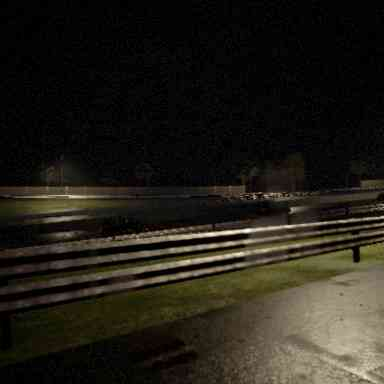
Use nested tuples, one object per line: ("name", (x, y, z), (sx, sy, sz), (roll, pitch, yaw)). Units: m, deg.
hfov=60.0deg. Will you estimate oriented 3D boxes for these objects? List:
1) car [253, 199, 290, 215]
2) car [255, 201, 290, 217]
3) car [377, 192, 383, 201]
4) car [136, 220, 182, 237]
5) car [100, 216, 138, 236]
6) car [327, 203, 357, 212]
("car", (12.665, 2.374, 52.919), (5.566, 2.045, 2.150), (-4, 2, -28))
("car", (11.702, 2.559, 48.416), (5.566, 2.045, 2.150), (-4, 2, -28))
("car", (39.812, 0.805, 67.632), (4.553, 1.767, 2.097), (-4, 2, -28))
("car", (-3.308, 3.916, 36.304), (4.674, 1.442, 1.812), (-4, 2, -28))
("car", (-7.605, 3.725, 37.954), (5.566, 2.045, 2.150), (-4, 2, -28))
("car", (22.997, 2.308, 50.558), (5.357, 1.411, 2.033), (-4, 2, -28))
